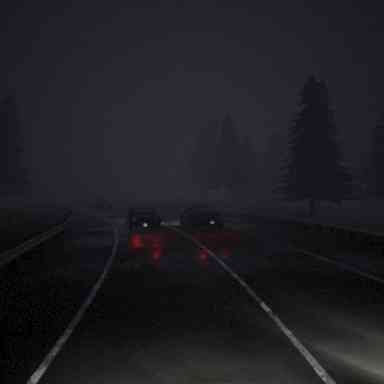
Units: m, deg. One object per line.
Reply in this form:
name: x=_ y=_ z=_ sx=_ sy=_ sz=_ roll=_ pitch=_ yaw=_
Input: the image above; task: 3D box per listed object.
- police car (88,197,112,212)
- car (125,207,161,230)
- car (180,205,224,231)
police car: x=-11.003 y=1.436 z=39.518 sx=1.930 sy=1.638 sz=5.238 roll=0 pitch=0 yaw=-29
car: x=-3.242 y=1.598 z=21.236 sx=1.895 sy=1.301 sz=4.718 roll=0 pitch=0 yaw=-15
car: x=0.534 y=1.511 z=20.685 sx=1.812 sy=1.442 sz=4.674 roll=0 pitch=0 yaw=-15
